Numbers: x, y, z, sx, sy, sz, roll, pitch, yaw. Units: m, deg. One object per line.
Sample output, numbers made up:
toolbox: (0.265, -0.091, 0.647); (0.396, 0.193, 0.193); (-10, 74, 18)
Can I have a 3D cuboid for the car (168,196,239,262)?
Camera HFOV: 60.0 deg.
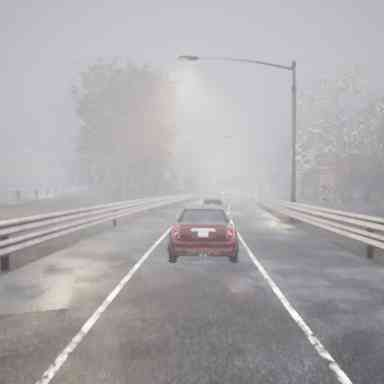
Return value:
car: (0.404, 1.204, 11.697); (2.097, 1.767, 4.553); (0, 1, 2)
